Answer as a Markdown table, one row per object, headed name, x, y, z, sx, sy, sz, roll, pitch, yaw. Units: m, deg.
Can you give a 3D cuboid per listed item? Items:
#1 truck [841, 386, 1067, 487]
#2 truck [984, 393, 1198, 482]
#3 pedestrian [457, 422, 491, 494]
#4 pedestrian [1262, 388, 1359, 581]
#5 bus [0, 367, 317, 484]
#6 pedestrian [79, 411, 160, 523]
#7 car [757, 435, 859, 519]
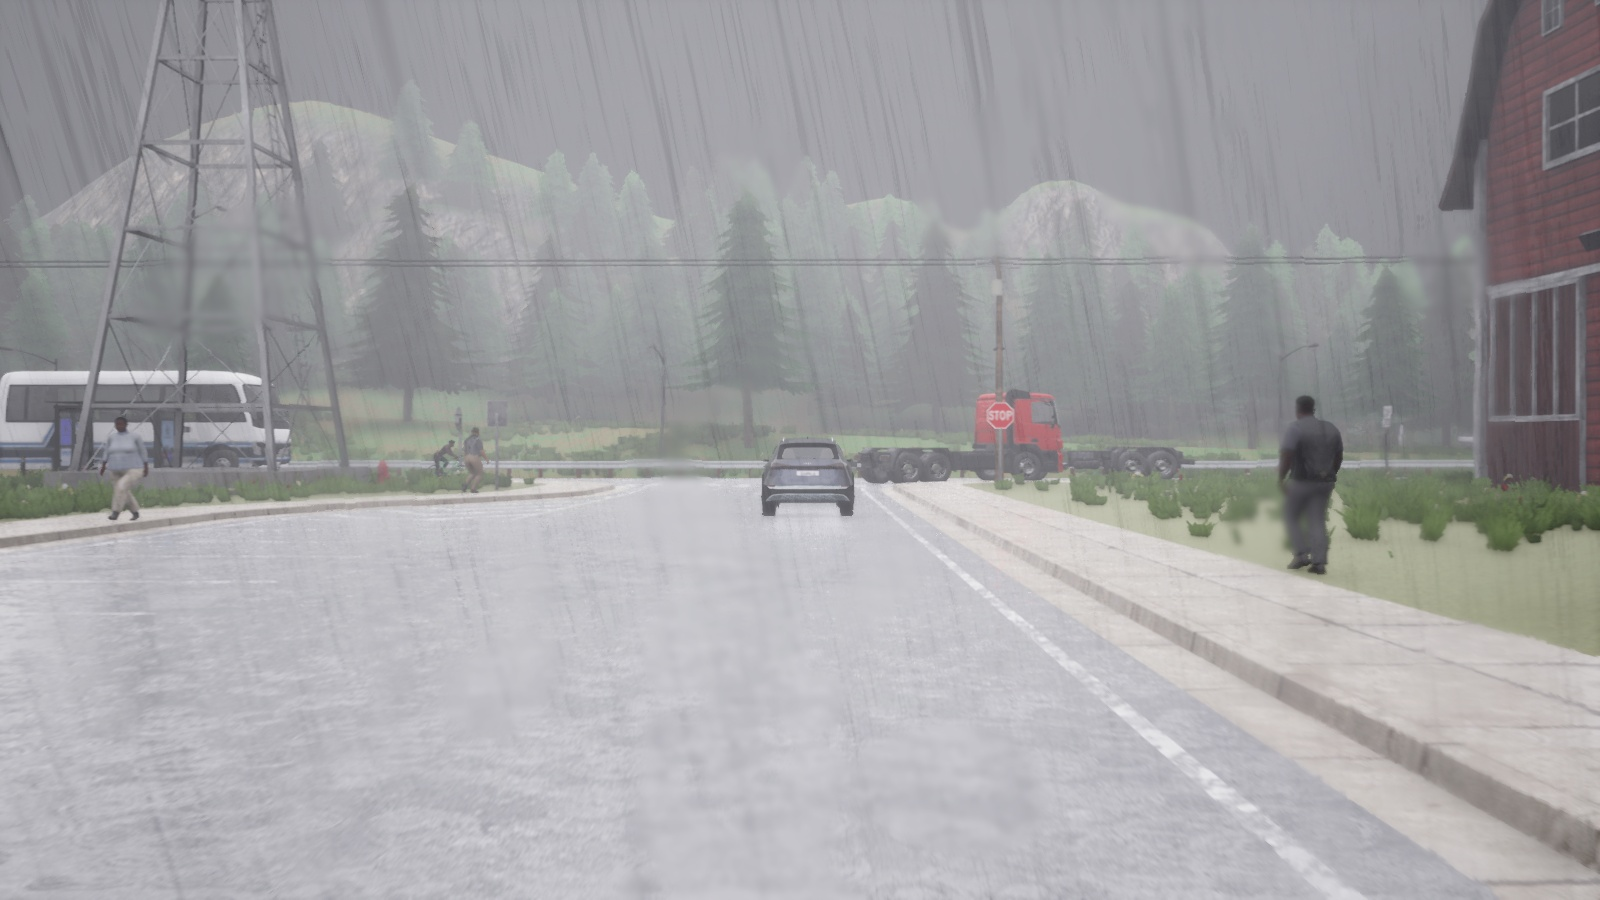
| name | x | y | z | sx | sy | sz | roll | pitch | yaw |
| --- | --- | --- | --- | --- | --- | --- | --- | --- | --- |
| truck | 5.696 | -0.492 | 46.205 | 7.936 | 3.462 | 2.891 | 0 | 0 | -25 |
| truck | 11.568 | -0.510 | 50.447 | 7.936 | 3.462 | 2.891 | 0 | 0 | 1 |
| pedestrian | -8.519 | 0.210 | 32.787 | 0.540 | 1.848 | 0.694 | 0 | 0 | 24 |
| pedestrian | 5.133 | 0.334 | 12.663 | 0.563 | 1.883 | 0.849 | 0 | 0 | -7 |
| bus | -24.290 | -0.919 | 47.779 | 10.273 | 4.253 | 3.944 | 0 | 0 | 1 |
| pedestrian | -11.509 | 0.273 | 21.250 | 0.874 | 1.855 | 0.900 | 0 | 0 | 1 |
| car | 0.171 | 0.522 | 27.359 | 2.033 | 1.649 | 4.856 | 0 | 0 | 0 |
